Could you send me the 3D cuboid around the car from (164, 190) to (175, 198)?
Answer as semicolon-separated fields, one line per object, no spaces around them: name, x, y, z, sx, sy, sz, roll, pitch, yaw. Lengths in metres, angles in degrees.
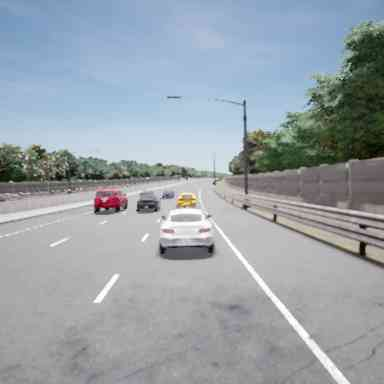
car;-3.898;0.281;56.186;2.033;1.411;5.357;-1;2;1

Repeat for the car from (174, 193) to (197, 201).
car;-0.489;0.846;33.487;1.882;1.535;5.008;-1;2;0

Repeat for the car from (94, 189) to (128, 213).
car;-7.477;0.781;31.018;2.150;2.045;5.566;-1;1;0

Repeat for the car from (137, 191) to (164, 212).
car;-3.964;0.995;31.083;1.837;1.490;4.892;-1;1;0

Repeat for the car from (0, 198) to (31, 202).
car;-18.162;1.279;34.942;1.895;1.301;4.718;-1;1;0

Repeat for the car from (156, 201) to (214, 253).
car;-0.209;1.306;12.596;1.812;1.442;4.674;-1;1;-1
